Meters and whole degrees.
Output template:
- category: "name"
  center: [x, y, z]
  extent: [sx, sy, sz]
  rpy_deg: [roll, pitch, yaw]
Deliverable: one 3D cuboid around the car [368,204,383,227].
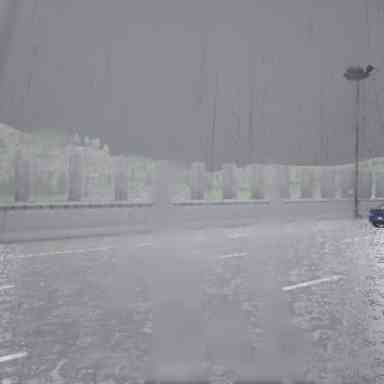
- category: "car"
  center: [12.845, 1.354, 20.157]
  extent: [5.008, 1.535, 1.882]
  rpy_deg: [0, 1, -30]
